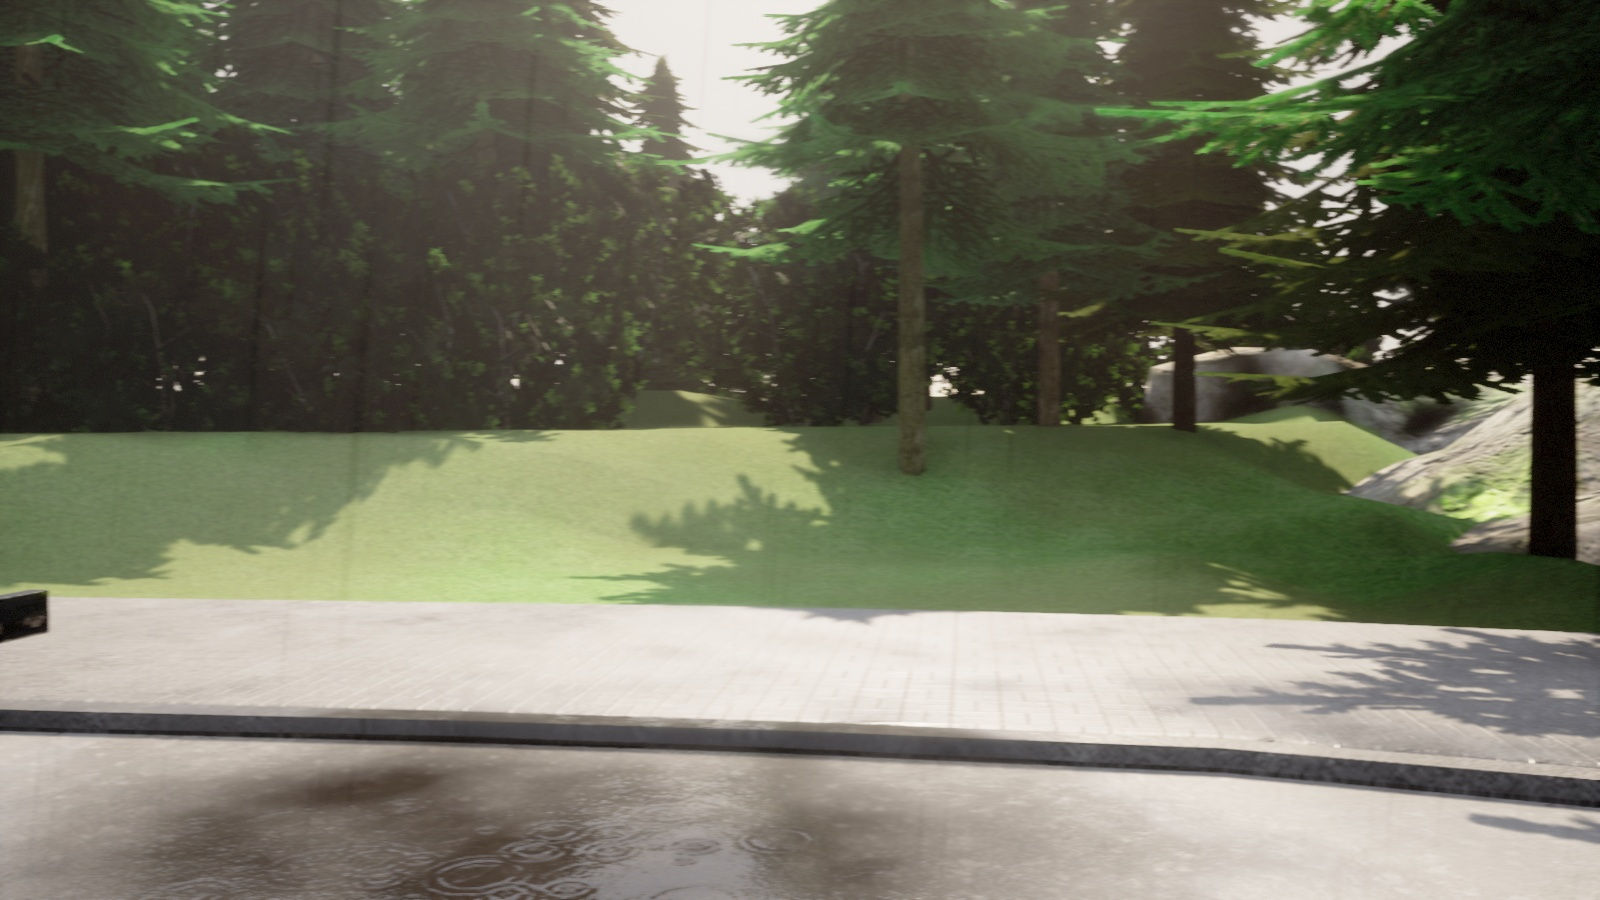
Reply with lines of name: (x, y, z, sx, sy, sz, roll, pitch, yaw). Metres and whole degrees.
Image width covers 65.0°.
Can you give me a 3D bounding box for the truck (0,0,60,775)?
truck: (-7.634, -0.277, 4.995, 7.936, 3.462, 2.891, 0, 1, 7)
